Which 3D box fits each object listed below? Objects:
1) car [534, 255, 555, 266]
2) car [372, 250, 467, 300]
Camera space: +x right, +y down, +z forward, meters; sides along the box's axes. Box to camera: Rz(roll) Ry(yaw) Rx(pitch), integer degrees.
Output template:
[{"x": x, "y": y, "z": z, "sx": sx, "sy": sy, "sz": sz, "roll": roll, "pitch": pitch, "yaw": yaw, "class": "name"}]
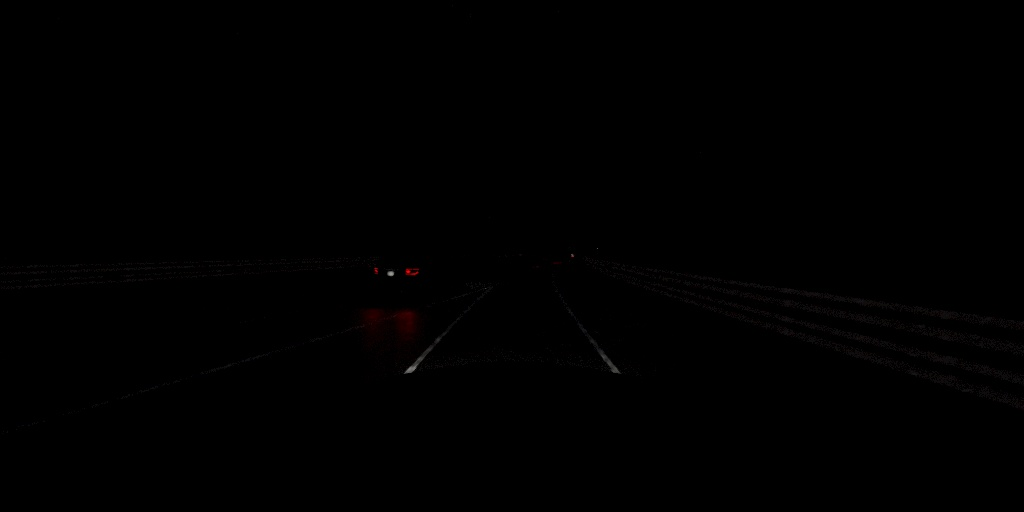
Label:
[{"x": 4.218, "y": 0.561, "z": 48.927, "sx": 1.882, "sy": 1.535, "sz": 5.008, "roll": 1, "pitch": 1, "yaw": 14, "class": "car"}, {"x": -3.963, "y": 0.734, "z": 16.324, "sx": 2.150, "sy": 2.045, "sz": 5.566, "roll": 1, "pitch": 1, "yaw": 15, "class": "car"}]
